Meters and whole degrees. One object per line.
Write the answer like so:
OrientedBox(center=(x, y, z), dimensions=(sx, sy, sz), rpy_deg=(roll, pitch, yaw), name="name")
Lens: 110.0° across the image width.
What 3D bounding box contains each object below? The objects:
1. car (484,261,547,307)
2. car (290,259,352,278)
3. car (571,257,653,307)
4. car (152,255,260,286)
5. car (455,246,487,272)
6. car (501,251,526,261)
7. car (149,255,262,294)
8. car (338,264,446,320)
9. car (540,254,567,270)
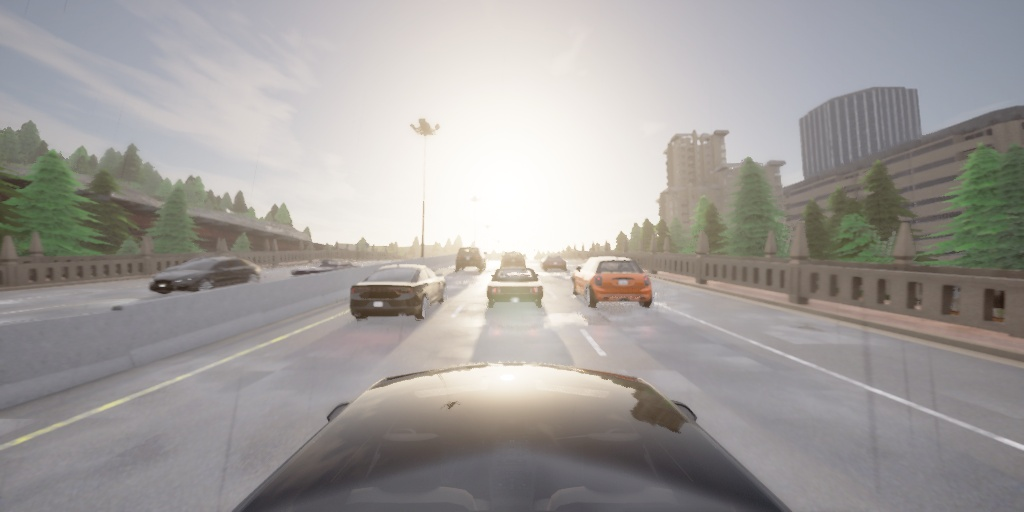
OrientedBox(center=(0.100, 1.059, 13.682), dimensions=(1.895, 1.301, 4.718), rpy_deg=(0, 2, 0), name="car")
OrientedBox(center=(-10.599, 0.853, 20.718), dimensions=(1.895, 1.301, 4.718), rpy_deg=(0, 2, 0), name="car")
OrientedBox(center=(3.600, 0.809, 13.730), dimensions=(2.097, 1.767, 4.553), rpy_deg=(0, 2, 0), name="car")
OrientedBox(center=(-17.599, 0.733, 21.054), dimensions=(2.128, 1.511, 4.902), rpy_deg=(0, 2, 0), name="car")
OrientedBox(center=(-3.401, 0.196, 30.261), dimensions=(2.150, 2.045, 5.566), rpy_deg=(0, 2, 0), name="car")
OrientedBox(center=(0.099, 0.307, 30.938), dimensions=(2.097, 1.767, 4.553), rpy_deg=(0, 2, 0), name="car")
OrientedBox(center=(-14.099, 0.868, 16.872), dimensions=(1.837, 1.490, 4.892), rpy_deg=(0, 2, 0), name="car")
OrientedBox(center=(-3.400, 0.997, 11.580), dimensions=(1.882, 1.535, 5.008), rpy_deg=(0, 2, 0), name="car")
OrientedBox(center=(3.599, 0.498, 31.655), dimensions=(1.994, 1.385, 4.181), rpy_deg=(0, 2, 0), name="car")
